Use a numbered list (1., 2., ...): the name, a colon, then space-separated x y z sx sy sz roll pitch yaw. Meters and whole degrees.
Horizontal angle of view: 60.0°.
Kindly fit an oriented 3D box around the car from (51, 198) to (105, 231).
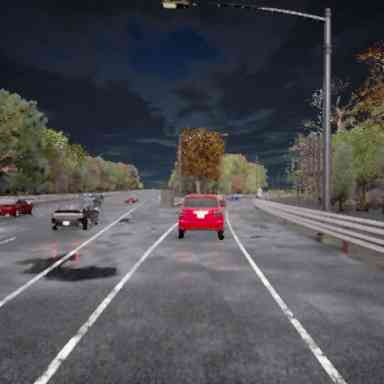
1. car: -6.575 1.334 19.216 2.128 1.511 4.902 0 0 -5

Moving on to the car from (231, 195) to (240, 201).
1. car: 10.823 1.423 82.653 1.882 1.535 5.008 0 0 15

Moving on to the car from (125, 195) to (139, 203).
1. car: -10.015 1.211 55.799 1.895 1.301 4.718 0 0 -5

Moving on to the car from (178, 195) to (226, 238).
1. car: 0.530 1.151 17.310 2.150 2.045 5.566 0 0 3

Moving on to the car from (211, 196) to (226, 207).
1. car: 4.109 1.416 50.802 1.882 1.535 5.008 0 0 9

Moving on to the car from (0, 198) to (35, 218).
1. car: -14.305 1.221 26.675 1.882 1.535 5.008 0 0 -5

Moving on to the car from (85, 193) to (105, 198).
1. car: -12.020 1.234 39.755 2.033 1.411 5.357 0 0 -5

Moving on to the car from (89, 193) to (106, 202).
1. car: -17.685 1.007 62.611 2.128 1.511 4.902 0 0 -5
